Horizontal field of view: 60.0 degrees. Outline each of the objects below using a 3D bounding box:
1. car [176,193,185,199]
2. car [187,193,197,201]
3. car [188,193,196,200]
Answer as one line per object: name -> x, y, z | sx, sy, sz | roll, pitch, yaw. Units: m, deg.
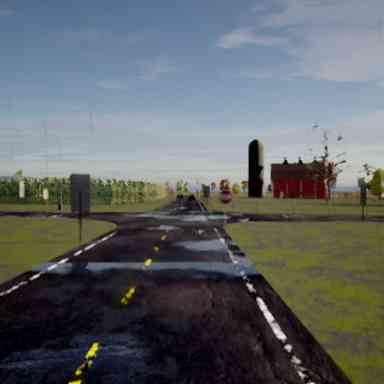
car -> -2.732, 1.032, 80.608 | 1.994, 1.385, 4.181 | 0, 0, 0
car -> 0.017, 1.363, 75.998 | 1.837, 1.490, 4.892 | 0, 0, 0
car -> 0.017, 1.143, 86.402 | 2.097, 1.767, 4.553 | 0, 0, 0
